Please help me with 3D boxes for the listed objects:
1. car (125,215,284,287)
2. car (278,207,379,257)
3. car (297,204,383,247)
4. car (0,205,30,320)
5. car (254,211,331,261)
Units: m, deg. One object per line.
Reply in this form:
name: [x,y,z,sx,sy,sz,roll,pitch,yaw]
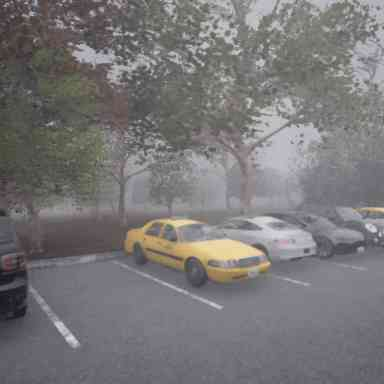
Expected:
car: [-0.169,1.483,9.711,1.946,1.575,5.366,0,0,-35]
car: [4.251,1.520,13.055,2.163,1.488,4.792,0,0,-35]
car: [6.370,1.368,14.641,2.185,1.767,4.553,0,0,-35]
car: [-4.803,1.229,6.669,2.435,2.045,5.566,0,0,-36]
car: [1.980,1.528,11.468,2.002,1.452,4.674,0,0,-35]
